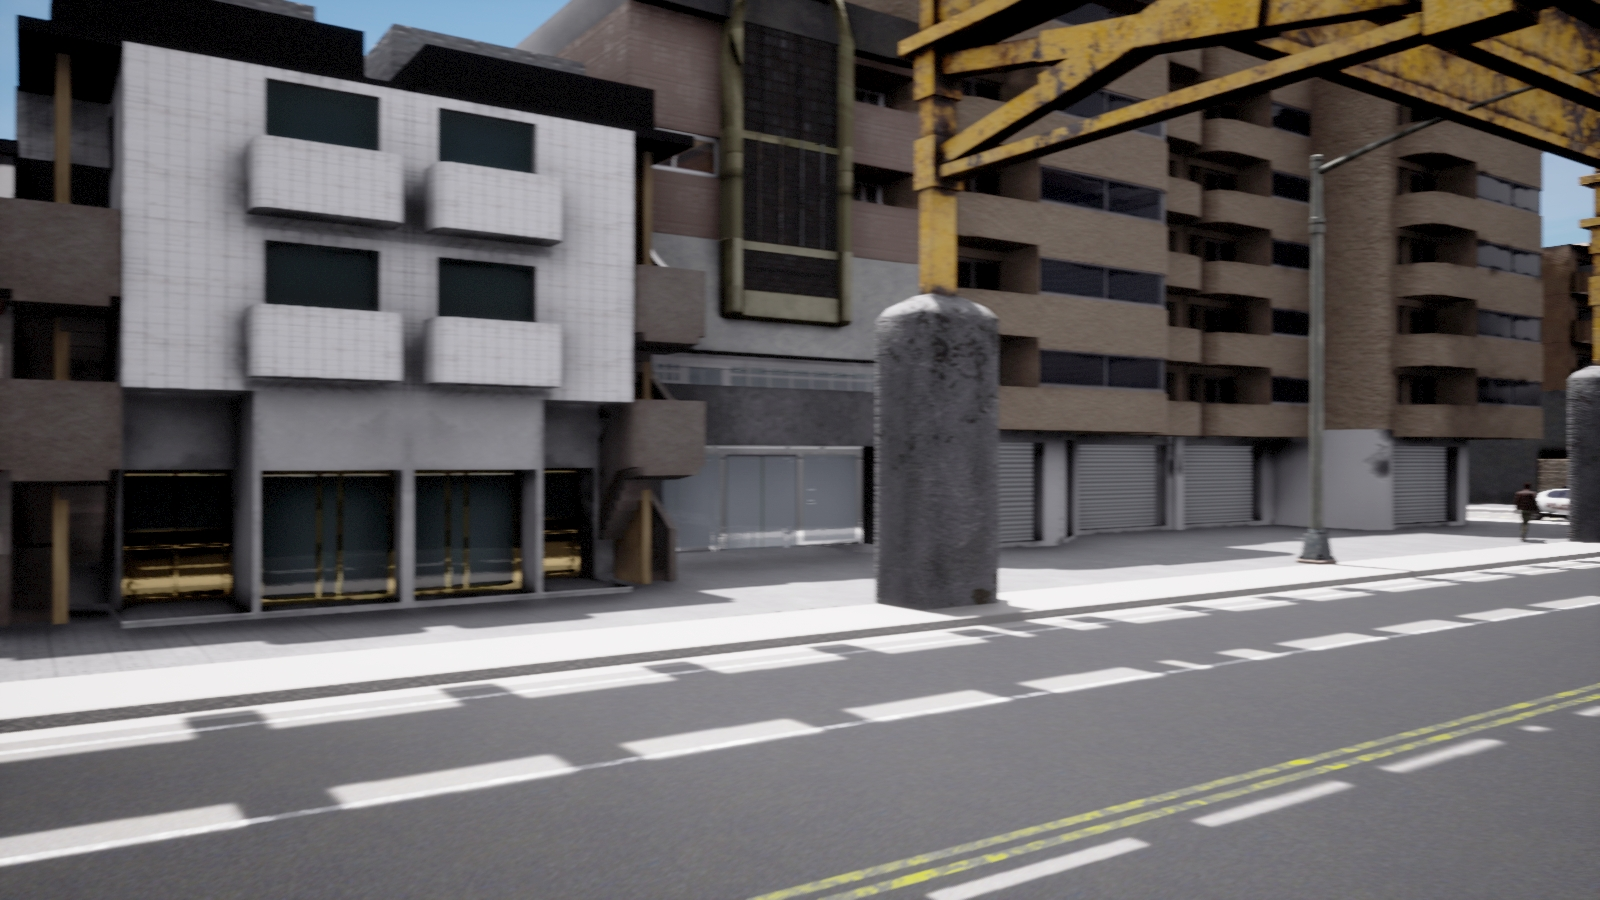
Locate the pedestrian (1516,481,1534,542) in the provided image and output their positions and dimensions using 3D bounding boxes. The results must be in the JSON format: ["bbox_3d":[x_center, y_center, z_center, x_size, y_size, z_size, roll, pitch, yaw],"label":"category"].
[{"bbox_3d":[22.438,1.900,35.350,0.375,1.860,0.375,0,0,-43],"label":"pedestrian"}]
